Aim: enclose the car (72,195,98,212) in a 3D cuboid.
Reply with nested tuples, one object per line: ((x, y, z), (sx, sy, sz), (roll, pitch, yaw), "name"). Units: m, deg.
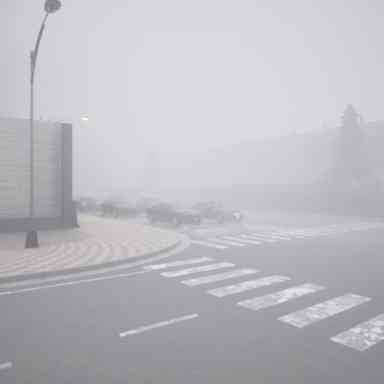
((-12.083, 1.295, 37.647), (2.097, 1.767, 4.553), (0, 0, -36), "car")

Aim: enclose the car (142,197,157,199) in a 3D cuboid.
((-3.682, 1.294, 31.896), (2.097, 1.767, 4.553), (0, 0, -36), "car")

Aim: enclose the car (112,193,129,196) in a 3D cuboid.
((-8.814, 1.294, 39.083), (2.097, 1.767, 4.553), (0, 0, -35), "car")

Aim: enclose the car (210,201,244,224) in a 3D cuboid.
((1.670, 1.434, 24.402), (2.128, 1.511, 4.902), (0, 0, -36), "car")

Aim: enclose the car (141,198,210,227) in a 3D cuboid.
((-1.264, 1.420, 22.490), (1.882, 1.535, 5.008), (0, 0, -36), "car")

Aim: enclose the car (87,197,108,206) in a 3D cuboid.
((-15.769, 1.542, 55.184), (1.895, 1.301, 4.718), (0, 0, -36), "car")

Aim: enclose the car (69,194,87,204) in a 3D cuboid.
((-21.731, 1.294, 63.408), (2.097, 1.767, 4.553), (0, 0, -36), "car")

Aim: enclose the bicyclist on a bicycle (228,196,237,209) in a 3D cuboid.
((4.715, 1.241, 39.038), (1.656, 1.620, 0.582), (0, 0, -36), "bicyclist on a bicycle")

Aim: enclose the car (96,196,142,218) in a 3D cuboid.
((-6.713, 1.420, 30.119), (1.882, 1.535, 5.008), (0, 0, -35), "car")

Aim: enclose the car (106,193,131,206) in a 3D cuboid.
((-12.494, 1.162, 56.448), (2.150, 2.045, 5.566), (0, 0, -36), "car")

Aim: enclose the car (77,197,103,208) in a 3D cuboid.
((-14.512, 1.433, 47.087), (2.128, 1.511, 4.902), (0, 0, -35), "car")

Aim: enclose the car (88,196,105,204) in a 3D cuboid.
((-18.699, 1.467, 65.135), (1.812, 1.442, 4.674), (0, 0, -36), "car")
